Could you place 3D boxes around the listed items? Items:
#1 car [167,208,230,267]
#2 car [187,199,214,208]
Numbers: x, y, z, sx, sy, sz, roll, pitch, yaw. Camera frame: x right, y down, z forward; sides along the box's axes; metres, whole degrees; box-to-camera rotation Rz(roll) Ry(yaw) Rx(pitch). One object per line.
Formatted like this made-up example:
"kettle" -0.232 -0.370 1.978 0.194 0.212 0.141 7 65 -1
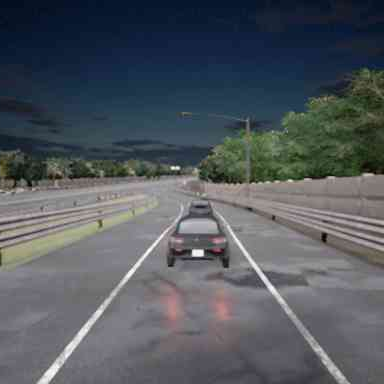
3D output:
"car" 0.235 1.458 11.039 1.812 1.442 4.674 0 0 2
"car" 0.673 1.339 26.694 1.837 1.490 4.892 0 1 1
